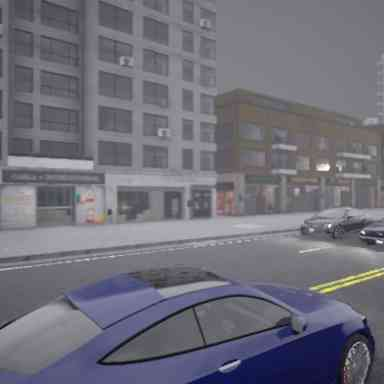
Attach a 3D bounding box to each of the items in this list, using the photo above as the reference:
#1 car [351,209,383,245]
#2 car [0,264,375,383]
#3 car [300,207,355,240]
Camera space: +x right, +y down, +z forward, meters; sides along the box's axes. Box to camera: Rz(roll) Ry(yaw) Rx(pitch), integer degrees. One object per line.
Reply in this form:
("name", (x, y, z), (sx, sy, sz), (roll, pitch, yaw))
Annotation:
("car", (9.416, 1.540, 14.393), (5.357, 1.411, 2.033), (0, 0, -35))
("car", (0.017, 1.525, 3.452), (4.674, 1.442, 1.812), (0, 0, -35))
("car", (7.537, 1.519, 17.042), (4.674, 1.442, 1.812), (0, 0, -35))
